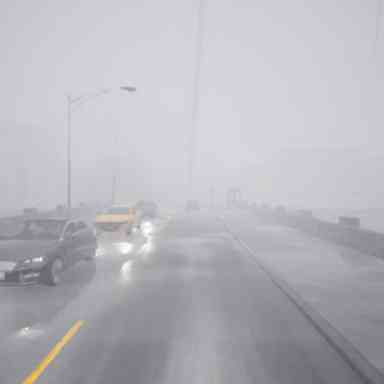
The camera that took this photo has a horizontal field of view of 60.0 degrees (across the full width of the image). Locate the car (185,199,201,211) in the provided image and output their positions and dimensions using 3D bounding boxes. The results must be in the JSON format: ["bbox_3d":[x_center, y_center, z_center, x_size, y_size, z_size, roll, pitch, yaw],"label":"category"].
[{"bbox_3d":[0.081,1.576,40.762,2.033,1.411,5.357,0,0,0],"label":"car"}]

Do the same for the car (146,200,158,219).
[{"bbox_3d":[-4.066,1.512,29.257,2.128,1.511,4.902,0,0,0],"label":"car"}]

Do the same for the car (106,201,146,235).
[{"bbox_3d":[-4.095,1.491,18.987,1.882,1.535,5.008,0,0,0],"label":"car"}]

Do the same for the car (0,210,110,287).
[{"bbox_3d":[-4.101,1.498,9.439,2.128,1.511,4.902,0,0,0],"label":"car"}]
